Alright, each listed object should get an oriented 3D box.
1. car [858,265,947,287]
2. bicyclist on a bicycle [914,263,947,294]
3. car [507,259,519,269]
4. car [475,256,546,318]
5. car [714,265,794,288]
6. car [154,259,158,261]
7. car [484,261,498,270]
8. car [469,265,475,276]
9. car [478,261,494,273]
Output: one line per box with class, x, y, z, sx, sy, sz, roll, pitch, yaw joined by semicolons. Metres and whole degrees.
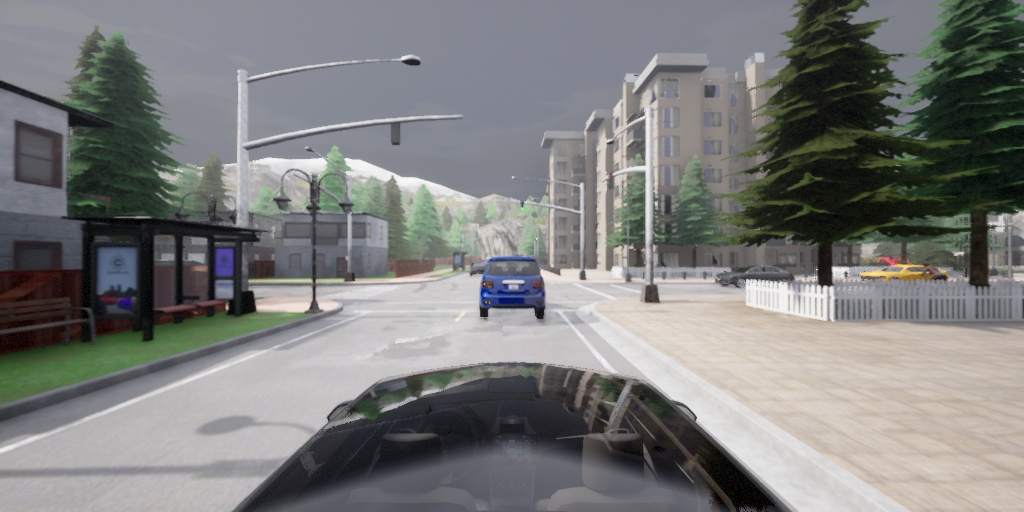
car;26.995;1.362;24.857;5.008;1.535;1.882;0;0;-1
bicyclist on a bicycle;20.059;1.146;17.180;0.582;1.620;1.656;0;-1;-2
car;0.096;1.423;64.416;2.097;1.767;4.553;0;0;0
car;-0.082;1.032;13.443;2.150;2.045;5.566;0;0;-3
car;16.504;1.387;24.557;4.892;1.490;1.837;0;0;-2
car;-19.609;1.038;18.489;5.566;2.045;2.150;0;0;-8
car;-3.537;1.598;60.553;2.033;1.411;5.357;0;0;0
car;-3.594;1.493;39.979;2.033;1.411;5.357;0;0;0
car;-3.588;1.474;49.900;1.882;1.535;5.008;0;0;0
